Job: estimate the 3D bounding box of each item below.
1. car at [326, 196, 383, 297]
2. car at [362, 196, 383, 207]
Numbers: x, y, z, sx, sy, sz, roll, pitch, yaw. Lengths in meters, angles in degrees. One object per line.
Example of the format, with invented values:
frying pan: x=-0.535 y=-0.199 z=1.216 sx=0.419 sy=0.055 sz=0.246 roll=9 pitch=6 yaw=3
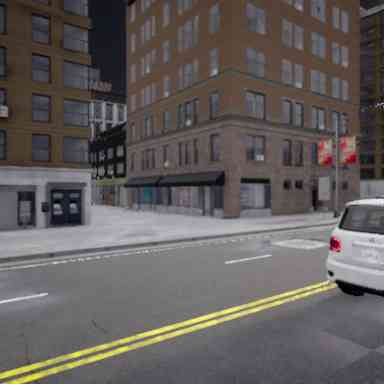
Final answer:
car: x=5.213 y=1.157 z=7.156 sx=5.566 sy=2.045 sz=2.150 roll=0 pitch=0 yaw=-35
car: x=25.622 y=1.255 z=45.043 sx=1.947 sy=1.339 sz=4.313 roll=0 pitch=0 yaw=-35
